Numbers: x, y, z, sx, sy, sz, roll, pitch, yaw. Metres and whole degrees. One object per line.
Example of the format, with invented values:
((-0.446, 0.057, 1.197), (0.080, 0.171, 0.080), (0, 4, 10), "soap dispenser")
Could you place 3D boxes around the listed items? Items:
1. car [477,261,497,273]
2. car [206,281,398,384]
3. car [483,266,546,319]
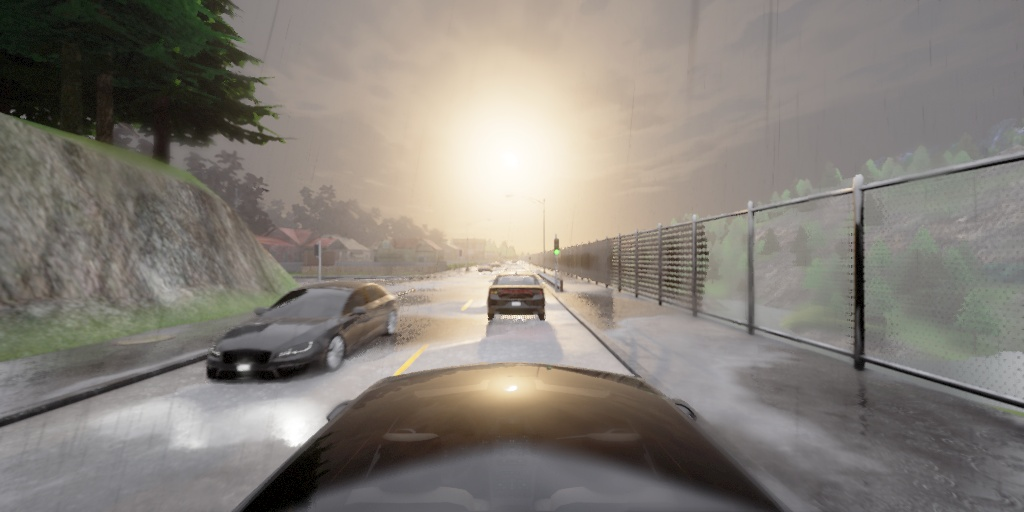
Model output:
((-3.636, 1.636, 49.426), (2.033, 1.411, 5.357), (0, 0, 0), "car")
((-3.956, 1.362, 7.744), (1.837, 1.490, 4.892), (0, 1, 0), "car")
((0.157, 1.304, 13.250), (1.882, 1.535, 5.008), (0, 0, 1), "car")
